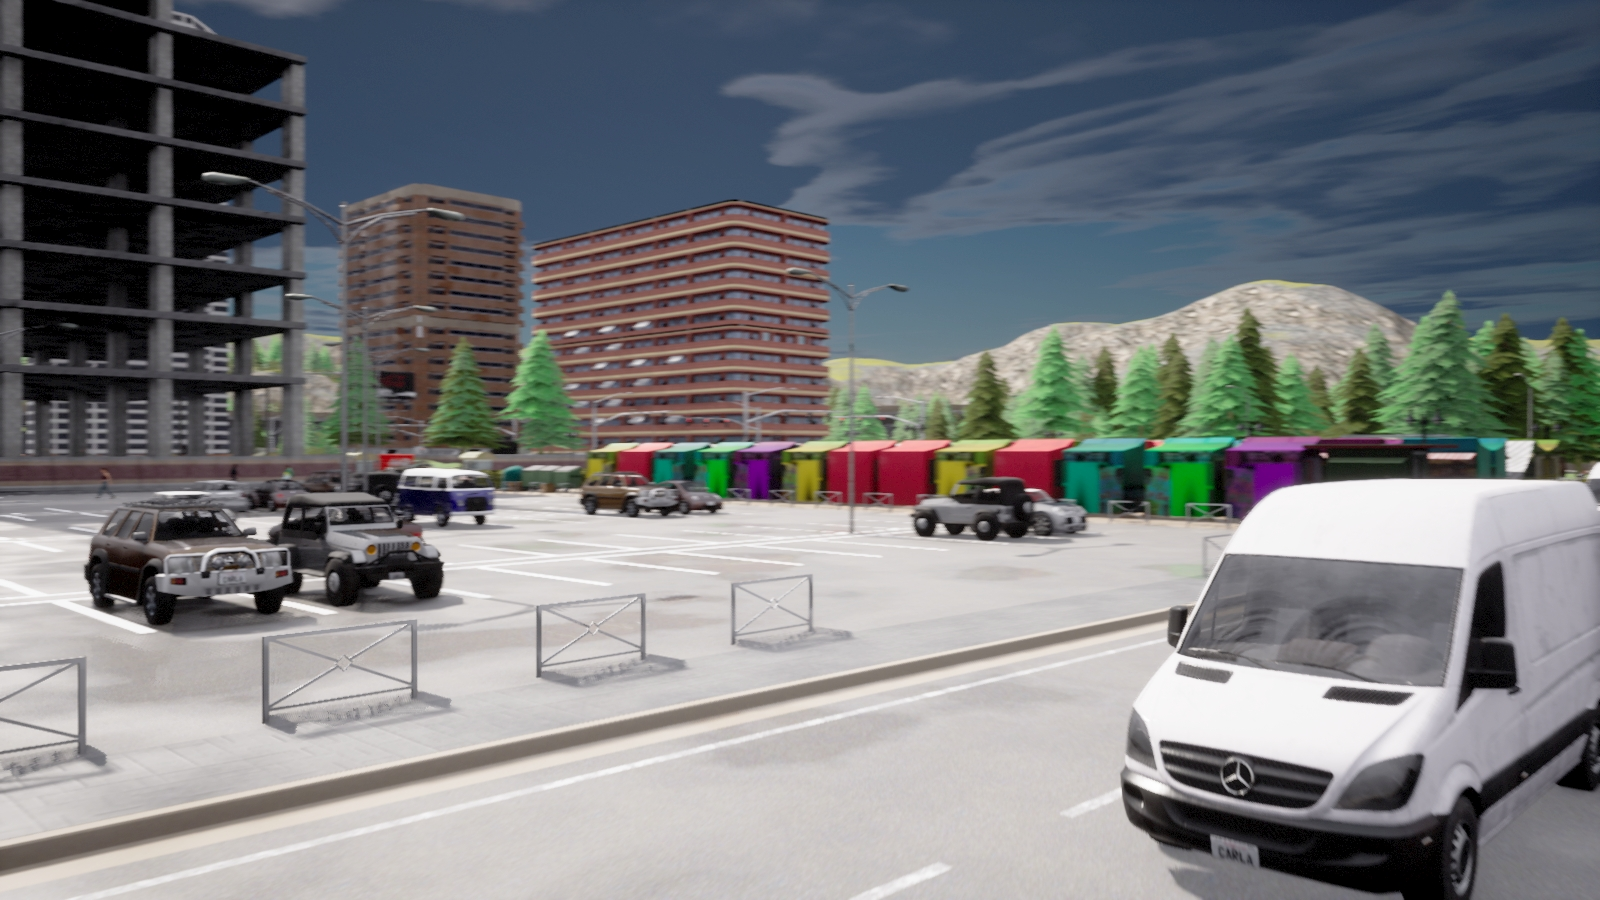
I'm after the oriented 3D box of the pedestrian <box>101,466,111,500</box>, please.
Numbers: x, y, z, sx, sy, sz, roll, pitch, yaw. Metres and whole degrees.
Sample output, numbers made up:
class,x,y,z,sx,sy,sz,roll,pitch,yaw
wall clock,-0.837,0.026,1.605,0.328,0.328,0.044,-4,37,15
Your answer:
class,x,y,z,sx,sy,sz,roll,pitch,yaw
pedestrian,-38.325,1.803,63.117,0.375,1.860,0.375,0,0,41

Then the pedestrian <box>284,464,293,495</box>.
class,x,y,z,sx,sy,sz,roll,pitch,yaw
pedestrian,-31.289,1.806,69.937,0.375,1.860,0.375,0,0,41

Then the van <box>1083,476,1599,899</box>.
class,x,y,z,sx,sy,sz,roll,pitch,yaw
van,4.684,1.547,8.944,5.915,2.561,1.988,0,0,-45

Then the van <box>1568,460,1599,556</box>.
class,x,y,z,sx,sy,sz,roll,pitch,yaw
van,23.731,1.569,32.492,5.915,2.561,1.988,0,0,-44
